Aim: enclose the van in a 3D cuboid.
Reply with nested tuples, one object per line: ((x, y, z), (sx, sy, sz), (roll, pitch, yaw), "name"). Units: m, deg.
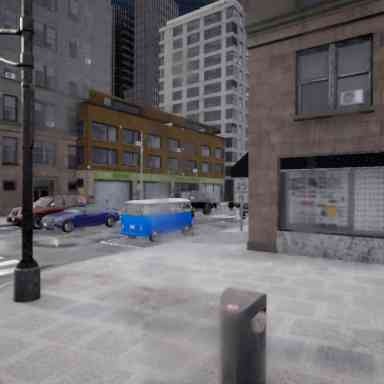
((-1.441, 1.219, 15.453), (1.690, 1.788, 3.998), (1, 1, 35), "van")

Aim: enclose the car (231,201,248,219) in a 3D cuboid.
((5.034, 1.291, 24.615), (2.008, 1.369, 4.403), (1, 1, 35), "car")

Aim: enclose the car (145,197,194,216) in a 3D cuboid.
((-1.927, 1.236, 29.537), (1.887, 1.381, 4.507), (1, 1, 35), "car")

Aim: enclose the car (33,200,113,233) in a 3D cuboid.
((-6.178, 1.369, 18.927), (1.812, 1.442, 4.674), (0, 1, 35), "car")

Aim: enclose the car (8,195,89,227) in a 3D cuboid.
((-8.401, 1.144, 20.374), (2.192, 1.841, 5.009), (1, 1, 35), "car")

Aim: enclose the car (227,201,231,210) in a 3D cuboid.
((5.636, 1.192, 35.622), (1.895, 1.301, 4.718), (0, 1, 36), "car")

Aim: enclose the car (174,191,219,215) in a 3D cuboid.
((-0.408, 0.940, 27.083), (2.150, 2.045, 5.566), (0, 1, 35), "car")
